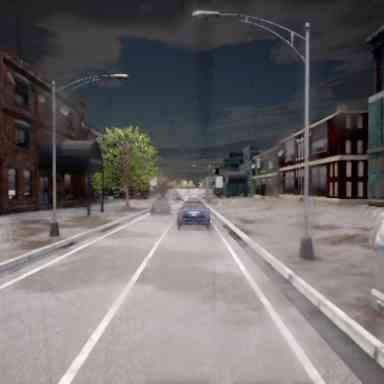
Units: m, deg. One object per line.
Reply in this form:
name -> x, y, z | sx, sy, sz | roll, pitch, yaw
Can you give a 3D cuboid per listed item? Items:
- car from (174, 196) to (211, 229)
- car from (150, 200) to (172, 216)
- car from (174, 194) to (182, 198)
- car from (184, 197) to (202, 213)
car -> 0.105, 1.385, 22.140 | 2.097, 1.767, 4.553 | 0, 0, 0
car -> -3.083, 1.589, 33.706 | 1.837, 1.490, 4.892 | 0, 0, 0
car -> -2.978, 1.277, 74.876 | 2.097, 1.767, 4.553 | 0, 0, 0
car -> 0.111, 1.461, 39.835 | 2.097, 1.767, 4.553 | 0, 0, 0
